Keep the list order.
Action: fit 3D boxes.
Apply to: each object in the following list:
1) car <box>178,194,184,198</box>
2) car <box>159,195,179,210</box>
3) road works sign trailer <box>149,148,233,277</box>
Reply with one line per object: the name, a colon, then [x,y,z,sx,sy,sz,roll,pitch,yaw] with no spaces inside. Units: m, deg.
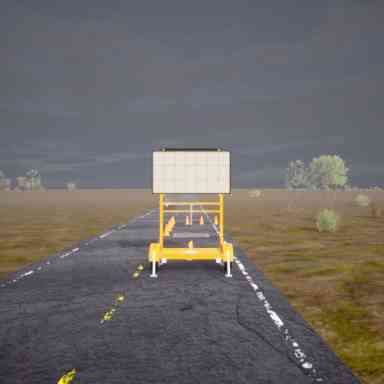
car: [-3.183,1.172,90.260,2.097,1.767,4.553,0,0,0]
car: [-3.188,1.491,43.433,2.128,1.511,4.902,0,0,0]
road works sign trailer: [-0.021,0.464,10.237,2.380,3.560,2.880,0,0,0]
